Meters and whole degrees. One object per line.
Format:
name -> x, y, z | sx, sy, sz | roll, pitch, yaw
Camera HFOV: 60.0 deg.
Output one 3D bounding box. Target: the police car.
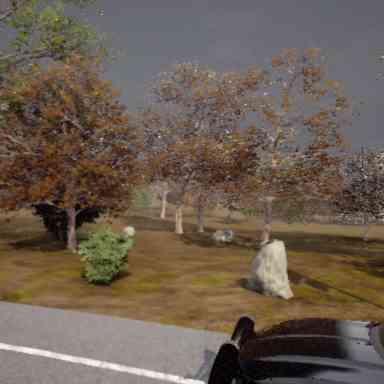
police car -> 2.741, 1.650, 2.676 | 5.238, 1.638, 1.930 | 1, -2, 20
